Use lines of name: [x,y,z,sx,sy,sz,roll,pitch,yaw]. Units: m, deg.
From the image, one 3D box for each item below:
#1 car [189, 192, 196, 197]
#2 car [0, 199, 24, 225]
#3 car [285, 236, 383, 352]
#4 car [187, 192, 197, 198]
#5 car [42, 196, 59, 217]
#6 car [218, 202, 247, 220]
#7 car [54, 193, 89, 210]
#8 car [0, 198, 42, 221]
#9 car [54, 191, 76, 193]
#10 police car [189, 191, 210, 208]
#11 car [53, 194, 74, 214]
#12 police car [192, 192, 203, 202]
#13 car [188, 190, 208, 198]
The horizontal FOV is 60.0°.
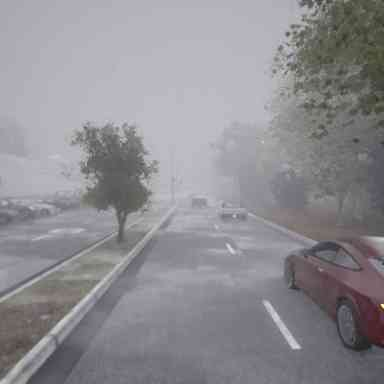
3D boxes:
car: [0.178,0.623,90.453,2.033,1.411,5.357,0,0,1]
car: [-13.829,1.422,21.611,4.674,1.452,2.002,-1,0,-20]
car: [3.101,1.520,6.031,1.812,1.442,4.674,0,0,0]
car: [0.009,0.689,75.279,2.033,1.411,5.357,0,0,0]
car: [-13.825,1.345,27.610,4.674,1.452,2.002,-1,1,-20]
car: [3.100,1.430,26.494,1.895,1.301,4.718,0,1,0]
car: [-13.791,1.203,36.627,4.792,1.488,2.163,-1,1,-20]
car: [-13.856,1.218,24.598,4.553,1.767,2.185,-1,1,-20]
car: [-13.794,0.880,39.626,5.566,2.045,2.435,-1,1,-20]
police car: [0.899,1.041,41.441,1.930,1.638,5.238,0,1,0]
car: [-13.814,1.263,30.610,5.008,1.535,2.097,-1,1,-20]
police car: [0.899,0.860,57.452,1.930,1.638,5.238,0,1,0]
car: [0.898,0.847,51.308,2.097,1.767,4.553,0,1,0]
